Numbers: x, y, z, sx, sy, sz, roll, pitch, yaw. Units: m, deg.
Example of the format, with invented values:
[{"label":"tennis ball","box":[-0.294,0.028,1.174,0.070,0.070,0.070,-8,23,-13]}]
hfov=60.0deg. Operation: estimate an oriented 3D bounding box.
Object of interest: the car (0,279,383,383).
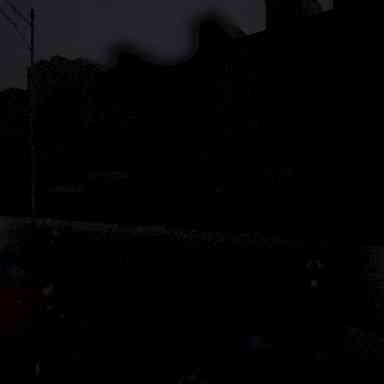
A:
[{"label":"car","box":[0.445,1.581,2.500,4.206,1.307,1.802,0,0,36]}]

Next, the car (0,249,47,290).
[{"label":"car","box":[-3.982,1.583,5.658,4.206,1.307,1.802,0,0,36]}]
